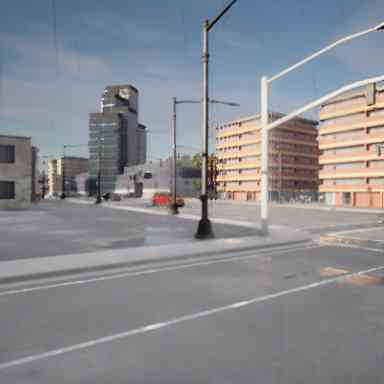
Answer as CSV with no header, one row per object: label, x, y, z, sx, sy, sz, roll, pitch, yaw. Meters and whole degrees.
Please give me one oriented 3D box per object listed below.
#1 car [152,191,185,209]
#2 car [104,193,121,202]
car,-3.031,0.980,41.968,2.150,2.045,5.566,0,1,-34
car,-13.946,0.975,58.095,1.837,1.490,4.892,0,1,-34
